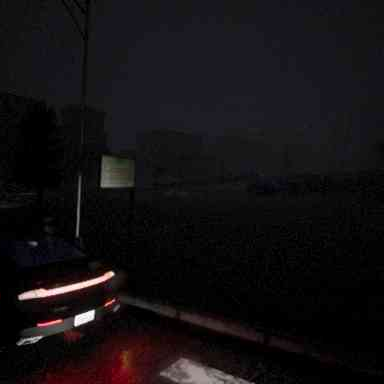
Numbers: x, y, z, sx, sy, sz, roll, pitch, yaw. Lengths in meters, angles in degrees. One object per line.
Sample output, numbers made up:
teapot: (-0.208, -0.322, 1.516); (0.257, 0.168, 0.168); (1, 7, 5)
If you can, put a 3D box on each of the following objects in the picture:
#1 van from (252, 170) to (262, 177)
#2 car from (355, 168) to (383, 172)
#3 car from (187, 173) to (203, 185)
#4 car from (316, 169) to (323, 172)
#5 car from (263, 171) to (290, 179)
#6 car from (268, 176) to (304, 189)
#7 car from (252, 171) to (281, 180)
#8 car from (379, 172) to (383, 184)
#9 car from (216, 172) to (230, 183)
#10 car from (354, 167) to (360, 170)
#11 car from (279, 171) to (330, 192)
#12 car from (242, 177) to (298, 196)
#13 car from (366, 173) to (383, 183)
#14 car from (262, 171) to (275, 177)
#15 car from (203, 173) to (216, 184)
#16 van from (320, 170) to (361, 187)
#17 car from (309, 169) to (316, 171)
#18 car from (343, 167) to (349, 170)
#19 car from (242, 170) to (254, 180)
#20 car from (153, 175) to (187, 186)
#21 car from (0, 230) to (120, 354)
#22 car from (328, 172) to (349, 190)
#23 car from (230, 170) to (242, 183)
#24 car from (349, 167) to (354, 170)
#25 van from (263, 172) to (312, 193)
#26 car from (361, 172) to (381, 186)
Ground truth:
van: (9.788, -3.035, 60.246); (4.442, 1.987, 1.878); (2, 6, 30)
car: (29.761, -2.388, 53.722); (5.566, 2.045, 2.435); (4, 7, 31)
car: (-1.313, -1.847, 50.694); (4.792, 1.488, 2.163); (2, 5, 29)
car: (25.615, -4.092, 73.379); (5.008, 1.535, 2.097); (2, 6, 30)
car: (16.647, -3.328, 65.854); (4.792, 1.488, 2.163); (2, 6, 30)
car: (12.881, -1.350, 45.948); (1.812, 1.442, 4.674); (-4, 7, -34)
car: (14.372, -3.175, 63.989); (5.008, 1.535, 2.097); (2, 5, 30)
car: (27.419, -1.923, 51.859); (4.792, 1.488, 2.163); (4, 7, 31)
car: (3.126, -2.221, 54.526); (4.792, 1.488, 2.163); (2, 6, 30)
car: (38.977, -5.108, 84.702); (5.366, 1.575, 1.946); (3, 6, 30)
car: (13.292, -1.105, 40.650); (5.566, 2.045, 2.435); (4, 8, 31)
car: (8.618, -0.490, 36.958); (5.008, 1.535, 2.097); (4, 7, 31)
car: (32.062, -2.326, 55.668); (4.892, 1.521, 2.231); (4, 7, 30)
car: (12.296, -2.986, 62.004); (5.366, 1.575, 1.946); (2, 6, 30)
car: (0.929, -2.187, 52.578); (4.553, 1.767, 2.185); (2, 6, 30)
van: (20.469, -1.619, 46.163); (4.442, 1.987, 1.878); (4, 7, 31)
car: (23.365, -3.907, 71.500); (4.892, 1.521, 2.231); (2, 6, 30)
car: (34.627, -4.785, 80.868); (5.008, 1.535, 2.097); (3, 6, 30)
car: (7.644, -2.621, 58.319); (5.008, 1.535, 2.097); (2, 5, 30)
car: (-3.585, -1.652, 48.802); (4.674, 1.452, 2.002); (2, 5, 29)
car: (-3.403, 1.426, 5.874); (4.902, 1.511, 2.128); (1, 1, 36)
car: (17.991, -1.346, 44.387); (4.553, 1.767, 2.185); (4, 7, 31)
car: (5.423, -2.559, 56.383); (4.553, 1.767, 2.185); (2, 6, 30)
car: (36.874, -4.943, 82.745); (5.008, 1.535, 2.097); (3, 5, 30)
van: (11.072, -0.889, 38.727); (4.442, 1.987, 1.878); (4, 7, 31)
car: (25.060, -1.767, 49.979); (4.892, 1.521, 2.231); (4, 8, 31)
